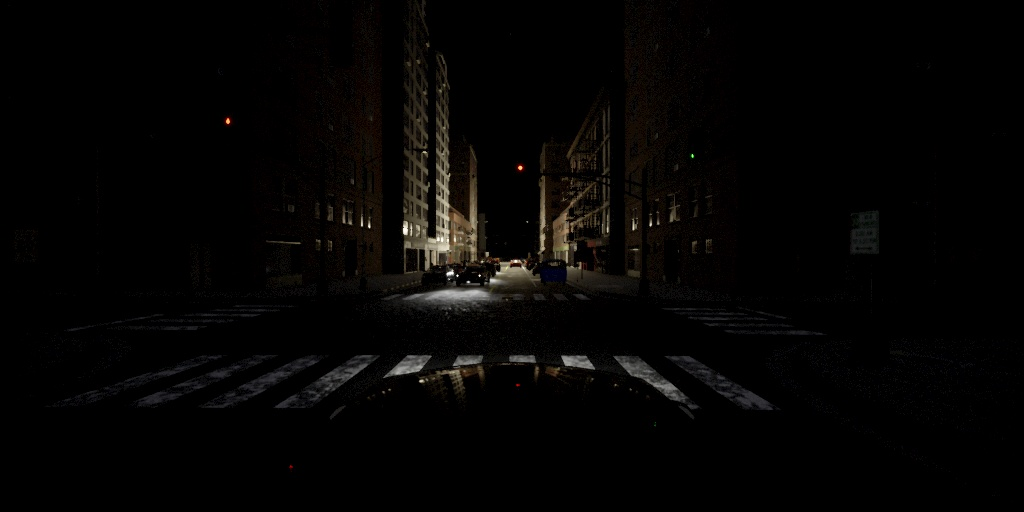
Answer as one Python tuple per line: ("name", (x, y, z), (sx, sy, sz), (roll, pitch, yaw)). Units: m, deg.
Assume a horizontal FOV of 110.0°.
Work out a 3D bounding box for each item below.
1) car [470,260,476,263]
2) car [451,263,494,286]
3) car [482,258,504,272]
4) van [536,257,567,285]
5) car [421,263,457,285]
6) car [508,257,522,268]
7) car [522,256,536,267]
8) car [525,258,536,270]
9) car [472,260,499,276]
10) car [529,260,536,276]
("car", (-4.968, 1.269, 47.997), (1.751, 1.417, 4.829), (0, 0, 1))
("car", (-2.649, 1.349, 25.147), (1.895, 1.301, 4.718), (0, 0, 4))
("car", (-2.446, 1.309, 45.212), (1.994, 1.385, 4.181), (0, 0, 1))
("van", (2.850, 1.089, 25.375), (1.690, 1.789, 3.998), (0, 0, 1))
("car", (-5.175, 1.299, 25.440), (2.007, 1.370, 4.403), (0, 0, 1))
("car", (0.626, 1.336, 59.057), (1.895, 1.301, 4.718), (0, 0, 1))
("car", (3.110, 1.054, 53.781), (2.192, 1.841, 5.009), (0, 0, 1))
("car", (3.058, 1.325, 48.099), (1.802, 1.307, 4.207), (0, 0, 1))
("car", (-2.544, 1.349, 35.158), (1.895, 1.301, 4.718), (0, 0, 1))
("car", (2.954, 1.329, 36.736), (1.802, 1.307, 4.207), (0, 0, 1))
